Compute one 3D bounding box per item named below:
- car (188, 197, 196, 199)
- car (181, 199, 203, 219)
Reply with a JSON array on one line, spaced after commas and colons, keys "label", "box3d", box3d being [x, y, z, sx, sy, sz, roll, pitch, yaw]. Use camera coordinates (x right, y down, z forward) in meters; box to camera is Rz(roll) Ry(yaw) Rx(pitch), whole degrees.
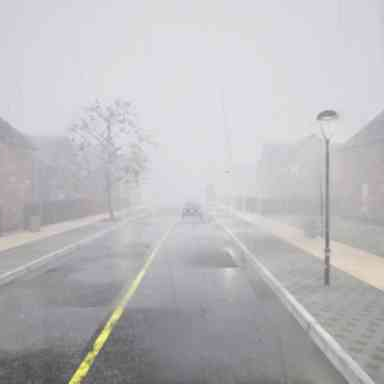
[{"label": "car", "box3d": [0.025, 1.642, 59.061, 2.163, 1.488, 4.792, 0, -1, 0]}, {"label": "car", "box3d": [0.025, 1.575, 29.374, 2.033, 1.411, 5.357, 0, 0, 1]}]
